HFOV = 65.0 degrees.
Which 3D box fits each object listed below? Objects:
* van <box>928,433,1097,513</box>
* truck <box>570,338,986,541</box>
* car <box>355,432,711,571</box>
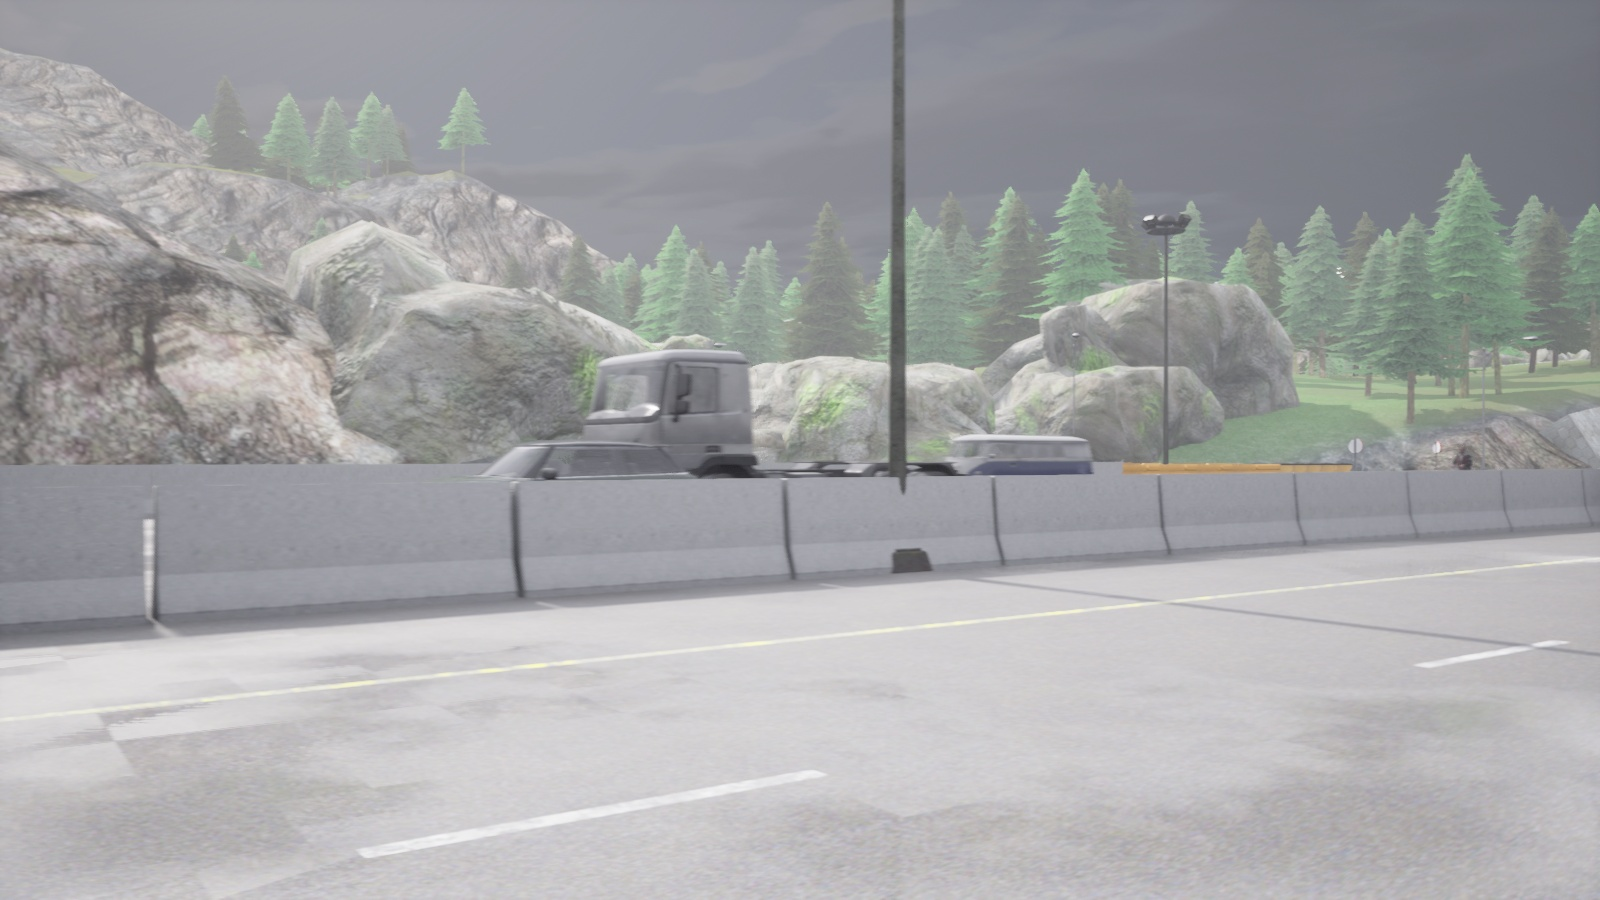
[{"bbox_3d":[5.645,0.567,33.175,4.442,1.987,1.775,0,0,-35],"label":"van"},{"bbox_3d":[-0.260,-0.176,24.803,7.936,3.462,2.891,0,0,-35],"label":"truck"},{"bbox_3d":[-3.782,0.655,18.084,4.553,1.767,2.097,0,0,-35],"label":"car"}]
